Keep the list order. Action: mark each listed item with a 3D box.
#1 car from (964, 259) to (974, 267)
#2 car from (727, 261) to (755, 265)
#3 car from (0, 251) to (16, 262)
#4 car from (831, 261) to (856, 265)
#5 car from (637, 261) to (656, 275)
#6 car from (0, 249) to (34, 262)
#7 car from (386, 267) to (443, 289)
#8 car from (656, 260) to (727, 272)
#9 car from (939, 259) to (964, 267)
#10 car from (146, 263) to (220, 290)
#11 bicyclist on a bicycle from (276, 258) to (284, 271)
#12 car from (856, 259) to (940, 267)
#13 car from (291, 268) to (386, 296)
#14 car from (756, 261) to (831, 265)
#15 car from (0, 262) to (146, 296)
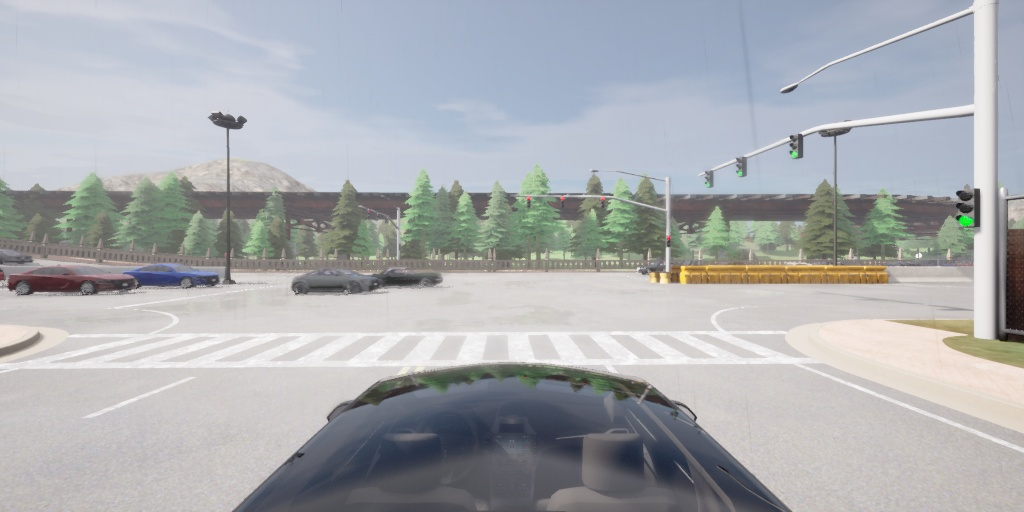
[{"bbox_3d":[48.823,1.101,38.432,4.553,1.767,2.097,0,0,-1],"label":"car"},{"bbox_3d":[20.523,1.255,34.119,4.892,1.490,1.837,0,0,-2],"label":"car"},{"bbox_3d":[-34.623,0.803,21.723,5.566,2.045,2.150,2,0,-2],"label":"car"},{"bbox_3d":[30.021,1.241,34.410,4.902,1.511,2.128,0,0,-2],"label":"car"},{"bbox_3d":[15.582,1.241,37.468,4.902,1.511,2.128,0,0,-2],"label":"car"},{"bbox_3d":[-51.020,-0.013,35.477,5.357,1.411,2.033,6,0,-2],"label":"car"},{"bbox_3d":[-6.760,1.351,22.570,4.718,1.301,1.895,0,0,-2],"label":"car"},{"bbox_3d":[15.188,1.102,30.453,4.553,1.767,2.097,0,0,-2],"label":"car"},{"bbox_3d":[39.989,1.102,34.704,4.553,1.767,2.097,0,0,-2],"label":"car"},{"bbox_3d":[-20.965,1.222,22.131,5.008,1.535,1.882,0,0,-2],"label":"car"},{"bbox_3d":[-28.446,1.041,43.896,0.582,1.620,1.656,0,0,-2],"label":"bicyclist on a bicycle"},{"bbox_3d":[33.302,1.256,31.008,4.892,1.490,1.837,0,0,-2],"label":"car"},{"bbox_3d":[-9.271,1.314,18.991,4.181,1.385,1.994,0,0,-2],"label":"car"},{"bbox_3d":[24.017,1.276,30.708,4.674,1.442,1.812,0,0,-2],"label":"car"},{"bbox_3d":[-22.627,1.220,18.581,5.008,1.535,1.882,0,0,-2],"label":"car"}]
